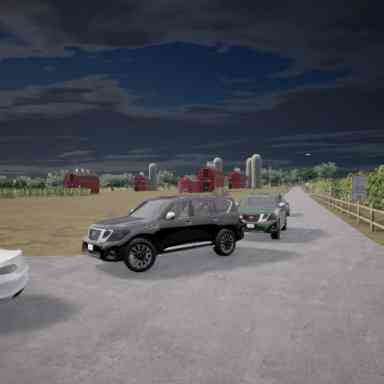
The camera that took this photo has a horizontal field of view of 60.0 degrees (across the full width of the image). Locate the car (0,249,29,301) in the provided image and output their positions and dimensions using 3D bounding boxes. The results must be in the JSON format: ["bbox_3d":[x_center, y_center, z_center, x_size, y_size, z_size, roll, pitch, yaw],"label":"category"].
[{"bbox_3d":[-5.576,1.617,6.054,4.674,1.442,1.812,-2,1,-18],"label":"car"}]

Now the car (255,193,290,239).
[{"bbox_3d":[3.496,1.070,16.805,2.150,2.045,5.566,0,0,21],"label":"car"}]

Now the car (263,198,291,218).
[{"bbox_3d":[7.300,1.299,28.297,1.994,1.385,4.181,0,0,18],"label":"car"}]

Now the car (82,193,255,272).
[{"bbox_3d":[-0.676,1.143,10.947,5.566,2.045,2.150,-1,1,-39],"label":"car"}]
